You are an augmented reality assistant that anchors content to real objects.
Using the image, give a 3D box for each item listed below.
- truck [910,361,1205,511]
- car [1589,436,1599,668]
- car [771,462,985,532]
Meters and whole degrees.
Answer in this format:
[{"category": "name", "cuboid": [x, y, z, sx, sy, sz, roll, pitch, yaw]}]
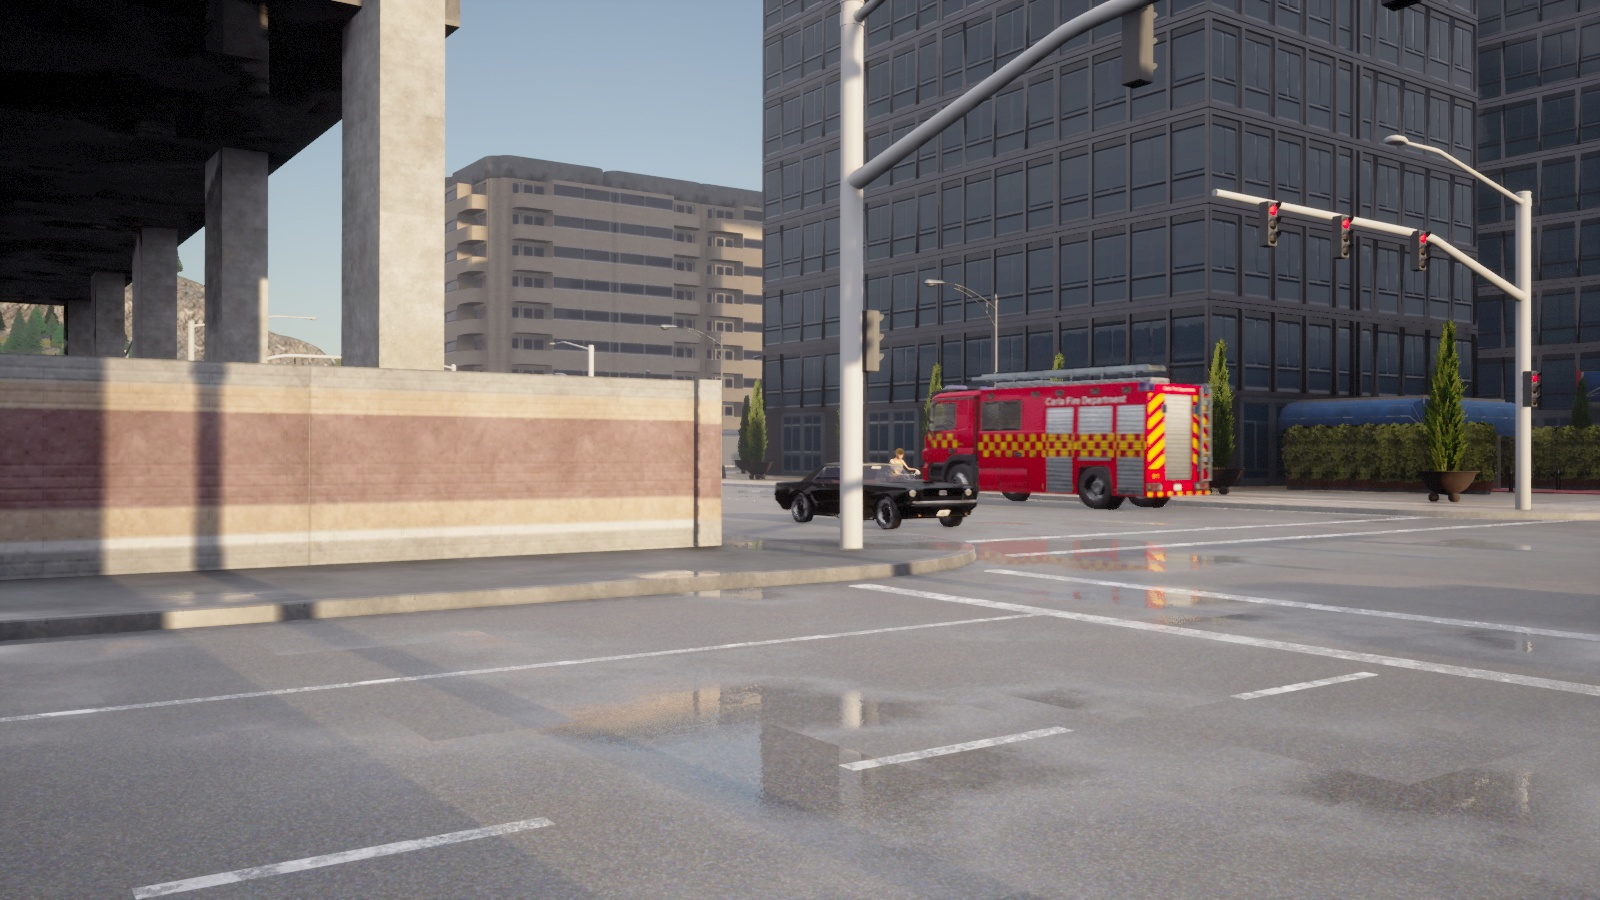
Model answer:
[{"category": "truck", "cuboid": [7.191, -0.346, 36.438, 2.891, 3.827, 8.468, 0, 0, -39]}, {"category": "car", "cuboid": [8.088, 0.690, 9.417, 5.366, 1.575, 1.801, 0, 0, -36]}, {"category": "car", "cuboid": [1.510, 0.906, 26.196, 1.895, 1.301, 4.718, 0, 0, -35]}]
